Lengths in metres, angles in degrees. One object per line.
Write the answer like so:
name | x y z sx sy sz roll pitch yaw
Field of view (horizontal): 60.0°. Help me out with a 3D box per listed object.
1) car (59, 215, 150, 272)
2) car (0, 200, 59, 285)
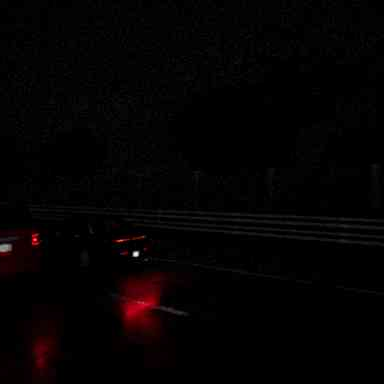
car | -3.553 1.503 10.821 4.892 1.490 1.837 0 0 35
car | -5.954 1.220 8.234 5.566 2.045 2.150 0 0 35
